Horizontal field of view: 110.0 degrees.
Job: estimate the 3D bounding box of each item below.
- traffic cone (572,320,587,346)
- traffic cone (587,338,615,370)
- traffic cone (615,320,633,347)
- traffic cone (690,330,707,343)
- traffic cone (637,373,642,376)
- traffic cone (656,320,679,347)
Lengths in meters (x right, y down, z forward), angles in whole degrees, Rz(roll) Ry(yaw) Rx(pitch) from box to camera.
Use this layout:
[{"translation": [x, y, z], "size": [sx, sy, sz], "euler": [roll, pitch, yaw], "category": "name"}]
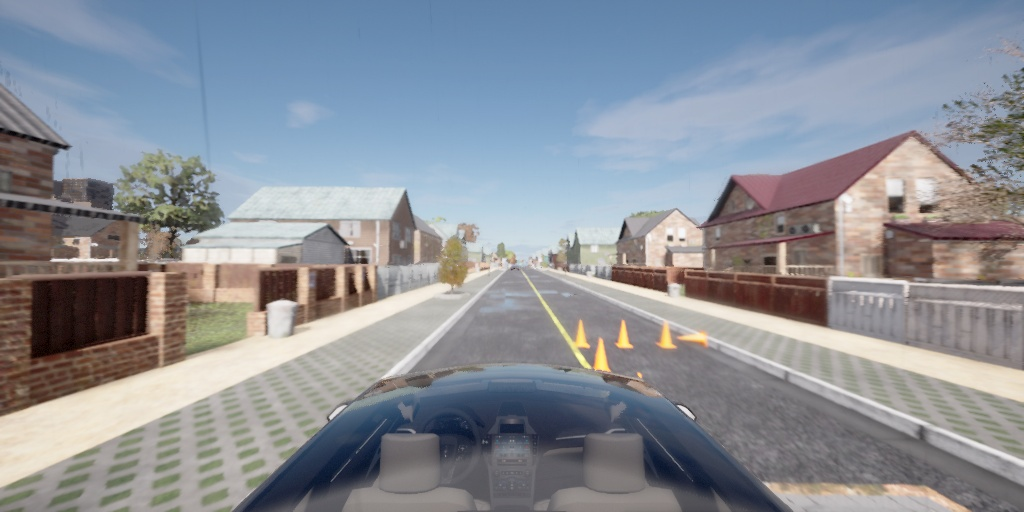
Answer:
[{"translation": [1.616, 1.799, 8.450], "size": [0.340, 0.580, 0.340], "euler": [0, 0, 1], "category": "traffic cone"}, {"translation": [1.597, 1.775, 6.451], "size": [0.340, 0.580, 0.340], "euler": [0, 0, 1], "category": "traffic cone"}, {"translation": [2.616, 1.807, 8.441], "size": [0.340, 0.580, 0.340], "euler": [0, 0, 1], "category": "traffic cone"}, {"translation": [4.490, 1.651, 8.429], "size": [0.340, 0.580, 0.340], "euler": [0, 0, 0], "category": "traffic cone"}, {"translation": [1.578, 1.750, 4.451], "size": [0.340, 0.580, 0.340], "euler": [0, 0, 1], "category": "traffic cone"}, {"translation": [3.616, 1.816, 8.431], "size": [0.340, 0.580, 0.340], "euler": [0, 0, 1], "category": "traffic cone"}]
